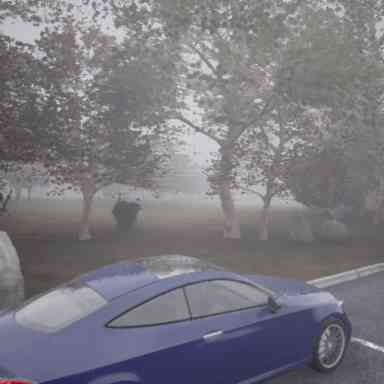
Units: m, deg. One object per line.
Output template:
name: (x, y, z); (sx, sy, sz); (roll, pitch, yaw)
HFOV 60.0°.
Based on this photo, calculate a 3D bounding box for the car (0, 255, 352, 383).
car: (-0.050, 1.523, 4.019); (4.674, 1.452, 2.002); (0, 0, -33)
